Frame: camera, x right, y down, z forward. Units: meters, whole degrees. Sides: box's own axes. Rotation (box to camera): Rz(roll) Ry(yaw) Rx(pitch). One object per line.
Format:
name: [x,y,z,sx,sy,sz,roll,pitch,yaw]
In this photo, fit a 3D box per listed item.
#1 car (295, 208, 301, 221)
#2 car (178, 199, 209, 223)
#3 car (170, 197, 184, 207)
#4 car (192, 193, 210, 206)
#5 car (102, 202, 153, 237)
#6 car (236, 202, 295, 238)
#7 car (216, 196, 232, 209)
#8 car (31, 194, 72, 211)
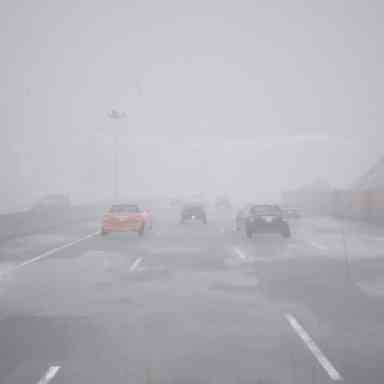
car: [7.106,1.542,26.651,2.033,1.411,5.357,0,0,0]
car: [0.106,1.501,25.471,1.837,1.490,4.892,0,0,0]
car: [-2.033,1.498,50.776,1.837,1.490,4.892,-2,0,12]
car: [1.419,1.214,51.412,2.150,2.045,5.566,-1,0,12]
car: [-3.396,1.350,18.267,2.097,1.767,4.553,0,0,0]
car: [3.603,1.349,17.699,2.097,1.767,4.553,0,0,0]
car: [4.473,1.344,46.646,2.097,1.767,4.553,0,0,8]
car: [-14.034,1.218,33.604,2.150,2.045,5.566,0,0,1]
